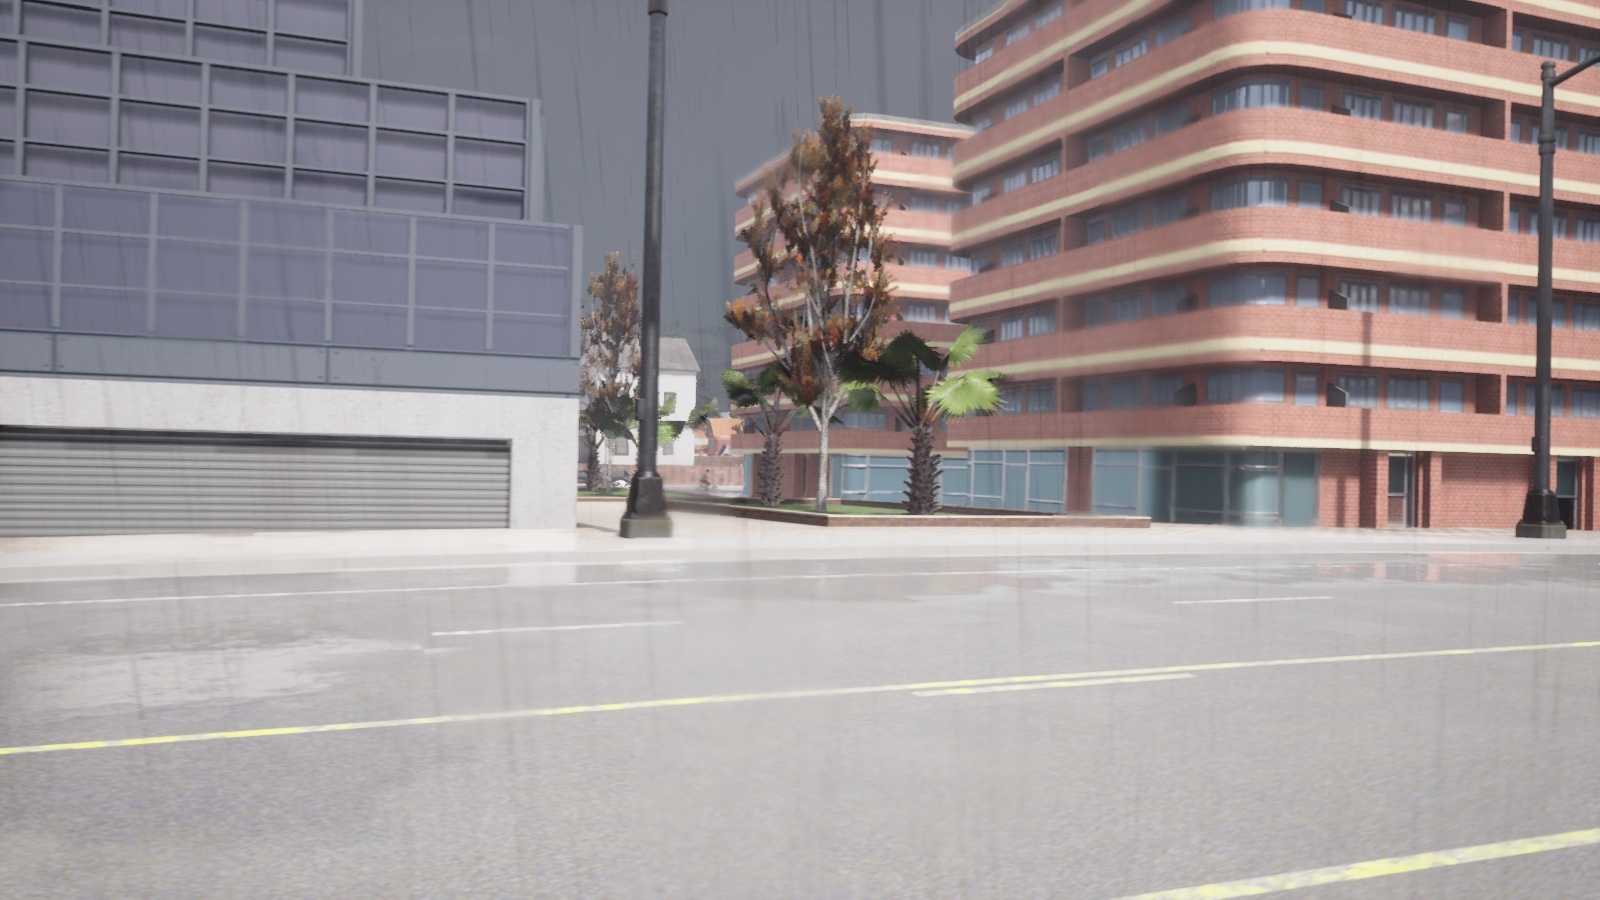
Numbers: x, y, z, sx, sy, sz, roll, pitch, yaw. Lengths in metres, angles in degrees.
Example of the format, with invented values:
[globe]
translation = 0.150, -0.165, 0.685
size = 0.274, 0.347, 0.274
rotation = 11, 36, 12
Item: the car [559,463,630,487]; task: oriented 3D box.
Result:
[car]
translation = -15.086, 1.849, 92.207
size = 5.027, 1.651, 2.152
rotation = 1, -1, -12
